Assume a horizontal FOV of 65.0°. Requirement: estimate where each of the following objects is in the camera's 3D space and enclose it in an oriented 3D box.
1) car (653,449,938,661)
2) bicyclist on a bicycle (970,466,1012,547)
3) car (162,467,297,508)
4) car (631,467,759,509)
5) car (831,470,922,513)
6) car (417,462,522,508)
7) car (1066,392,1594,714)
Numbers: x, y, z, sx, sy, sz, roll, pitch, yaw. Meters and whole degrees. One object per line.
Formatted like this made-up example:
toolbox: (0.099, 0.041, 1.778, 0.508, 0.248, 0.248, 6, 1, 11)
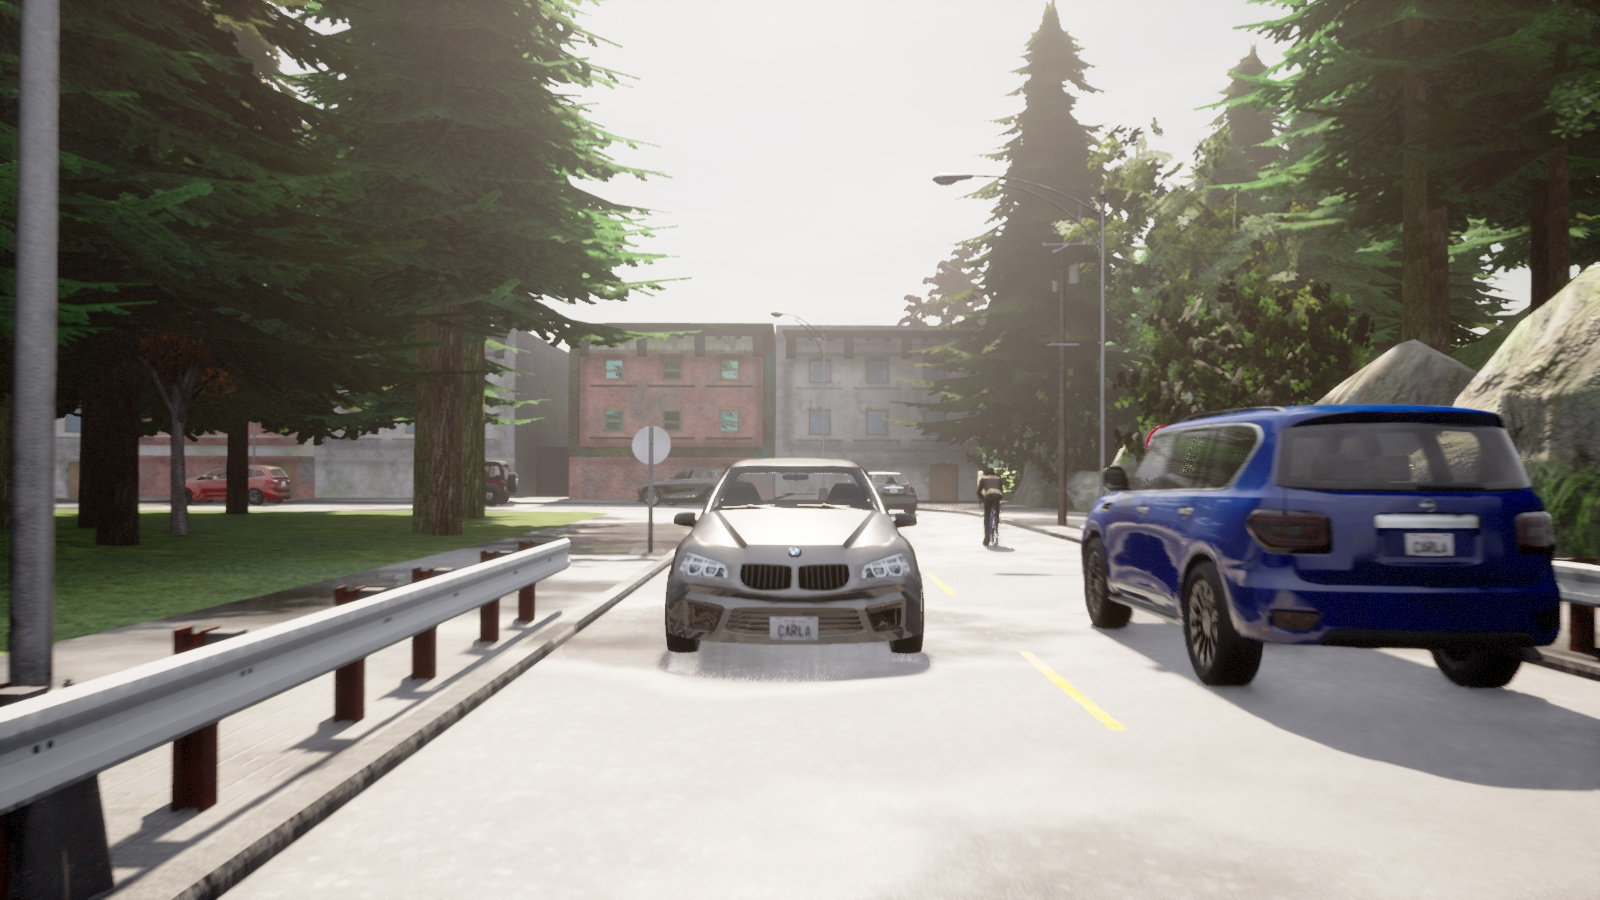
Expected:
car: (-0.040, 0.838, 12.217, 2.242, 1.667, 4.611, 0, 0, 0)
bicyclist on a bicycle: (3.919, 1.144, 25.867, 0.582, 1.620, 1.656, 0, -1, 0)
car: (-23.732, 1.551, 52.364, 4.611, 1.667, 2.242, 0, -1, 0)
car: (-4.334, 1.550, 51.682, 4.856, 1.649, 2.033, -1, -1, 24)
car: (2.676, 1.455, 44.949, 1.970, 1.475, 3.806, 0, -1, -18)
car: (-13.748, 1.463, 52.344, 3.866, 1.878, 1.905, 0, -1, 0)
car: (3.966, 0.682, 10.784, 2.150, 2.045, 5.566, 0, -1, 0)
